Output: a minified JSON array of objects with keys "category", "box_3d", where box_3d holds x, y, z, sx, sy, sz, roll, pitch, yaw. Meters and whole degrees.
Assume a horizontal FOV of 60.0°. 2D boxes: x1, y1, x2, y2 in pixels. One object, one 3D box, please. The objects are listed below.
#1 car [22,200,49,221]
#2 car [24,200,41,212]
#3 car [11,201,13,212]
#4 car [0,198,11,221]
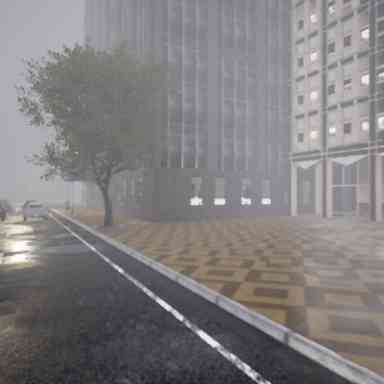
[{"category":"car","box_3d":[-13.595,1.665,28.894,1.812,1.442,4.674,0,-1,-27]},{"category":"car","box_3d":[-20.233,1.724,42.076,1.812,1.442,4.674,0,-1,-27]},{"category":"car","box_3d":[-23.144,1.530,40.630,2.097,1.767,4.553,0,0,-26]},{"category":"car","box_3d":[-16.783,1.472,28.041,2.097,1.767,4.553,0,-1,-27]}]
